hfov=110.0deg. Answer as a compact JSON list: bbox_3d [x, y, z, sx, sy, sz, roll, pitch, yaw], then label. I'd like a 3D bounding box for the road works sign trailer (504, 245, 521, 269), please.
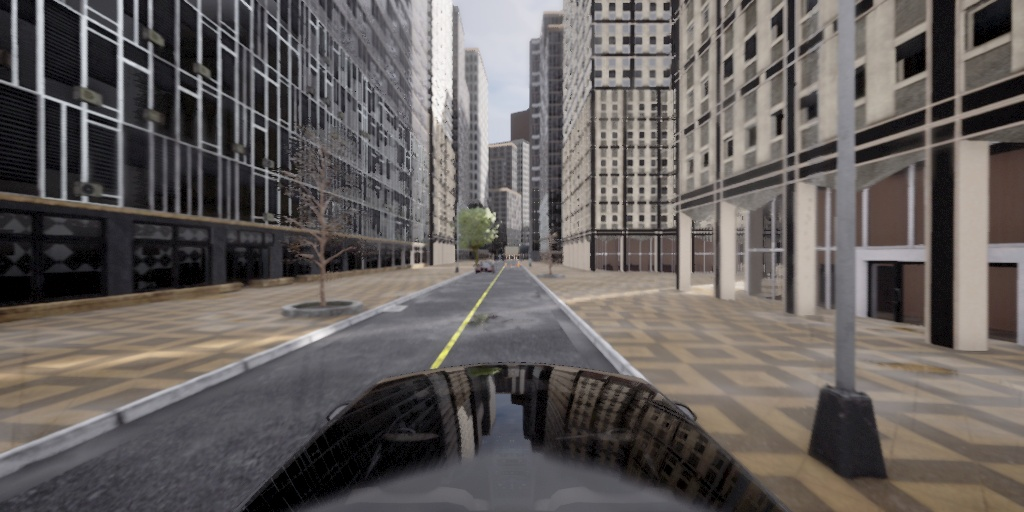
[{"bbox_3d":[0.000,0.121,55.912,2.380,3.560,2.880,0,0,0],"label":"road works sign trailer"}]

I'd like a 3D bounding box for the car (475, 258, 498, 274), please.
[{"bbox_3d":[-2.836,1.236,38.546,1.994,1.385,4.181,0,0,0],"label":"car"}]
